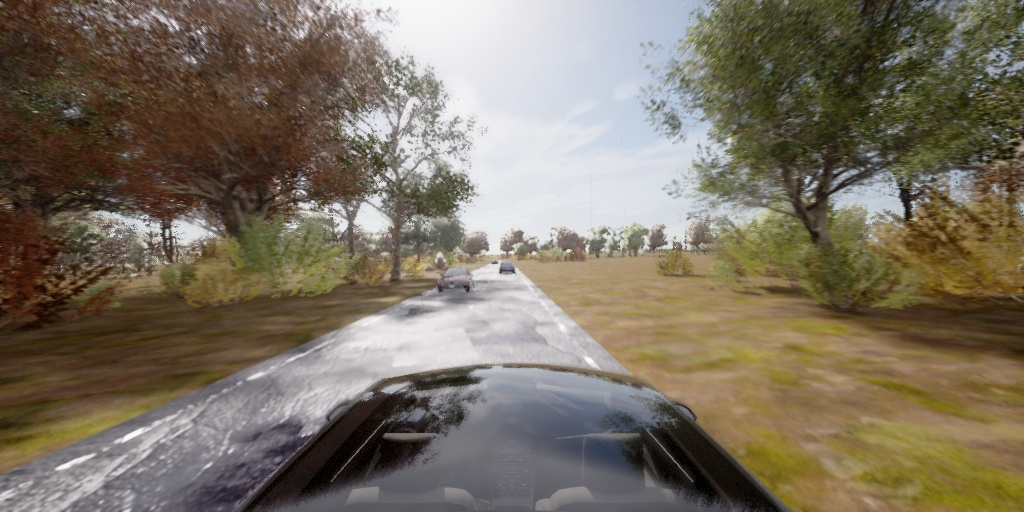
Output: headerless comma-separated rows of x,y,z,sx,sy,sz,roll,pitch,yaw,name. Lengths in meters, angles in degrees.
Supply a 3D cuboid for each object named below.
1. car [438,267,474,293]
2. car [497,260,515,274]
-3.402,1.442,22.410,1.812,1.442,4.674,-1,0,-1,car
-0.604,1.494,45.928,1.994,1.385,4.181,-1,0,-1,car
